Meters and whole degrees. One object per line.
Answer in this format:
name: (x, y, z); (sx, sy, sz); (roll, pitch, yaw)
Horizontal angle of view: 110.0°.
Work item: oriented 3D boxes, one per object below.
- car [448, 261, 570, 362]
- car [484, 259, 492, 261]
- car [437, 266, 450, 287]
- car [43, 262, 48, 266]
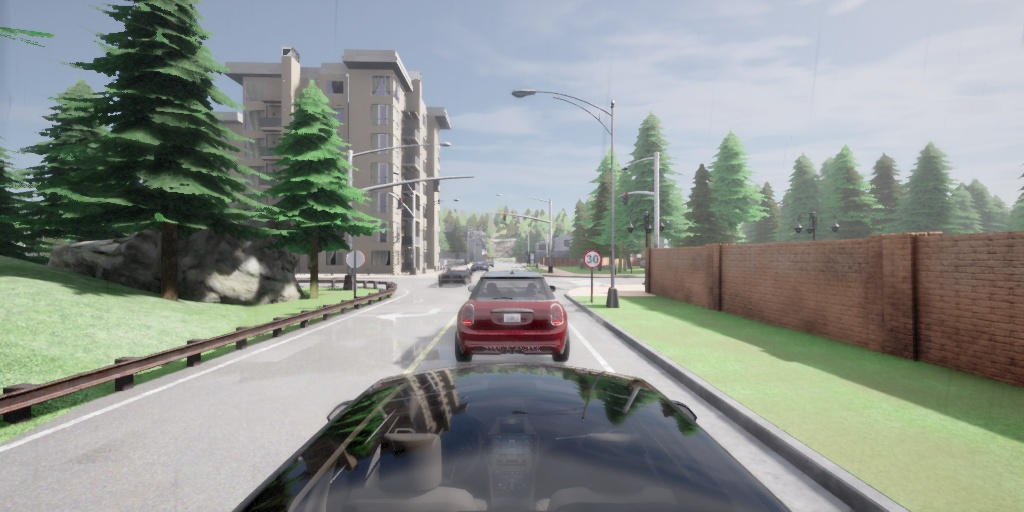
car: (0.004, 1.102, 8.384); (2.097, 1.767, 4.553); (0, 0, 0)
car: (-3.978, 1.313, 45.156); (1.994, 1.385, 4.181); (0, 0, 0)
car: (-3.803, 1.352, 24.590); (1.895, 1.301, 4.718); (0, 0, 0)
car: (-30.933, 0.987, 24.692); (5.566, 2.045, 2.150); (0, 0, -1)
